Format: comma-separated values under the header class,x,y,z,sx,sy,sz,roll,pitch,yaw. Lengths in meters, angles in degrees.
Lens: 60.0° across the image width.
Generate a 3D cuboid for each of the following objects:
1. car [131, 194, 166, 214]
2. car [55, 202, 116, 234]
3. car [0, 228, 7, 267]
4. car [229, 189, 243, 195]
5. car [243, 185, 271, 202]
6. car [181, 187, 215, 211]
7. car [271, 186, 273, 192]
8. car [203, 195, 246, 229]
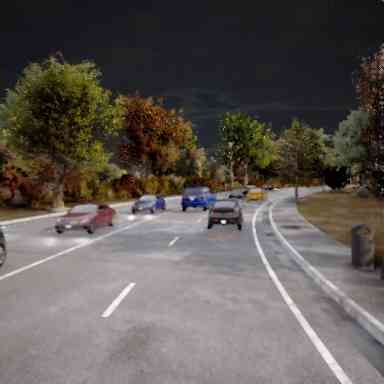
class,x,y,z,sx,sy,sz,roll,pitch,yaw
car,-3.516,0.945,27.952,1.812,1.442,4.674,0,2,12
car,-5.528,1.296,17.932,1.812,1.442,4.674,0,2,7
car,-6.639,1.313,7.952,2.097,1.767,4.553,0,1,4
car,6.480,0.224,45.816,1.994,1.385,4.181,0,2,23
car,7.971,0.292,40.365,1.882,1.535,5.008,0,2,21
car,0.673,0.545,29.337,2.150,2.045,5.566,0,2,15
car,15.275,-0.725,68.926,2.128,1.511,4.902,-1,2,34
car,2.042,1.183,19.491,1.837,1.490,4.892,0,2,10
